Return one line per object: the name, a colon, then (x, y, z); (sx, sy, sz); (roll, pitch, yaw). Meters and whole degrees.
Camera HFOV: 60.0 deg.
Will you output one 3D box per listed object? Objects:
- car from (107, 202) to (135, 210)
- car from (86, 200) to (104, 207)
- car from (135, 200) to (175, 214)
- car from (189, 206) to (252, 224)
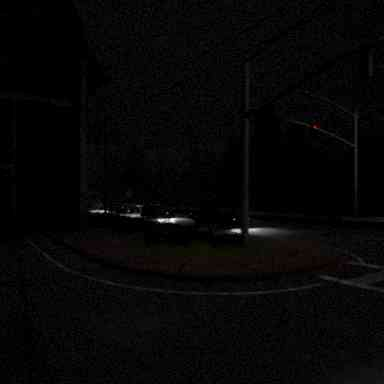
car: (-8.303, 1.792, 38.930); (1.895, 1.301, 4.718); (0, 0, -34)
car: (-13.916, 1.816, 47.190); (1.895, 1.301, 4.718); (0, 0, -34)
car: (-3.332, 1.735, 31.657); (1.994, 1.385, 4.181); (0, 0, -34)
car: (1.874, 1.697, 24.035); (2.033, 1.411, 5.357); (0, 0, -34)
